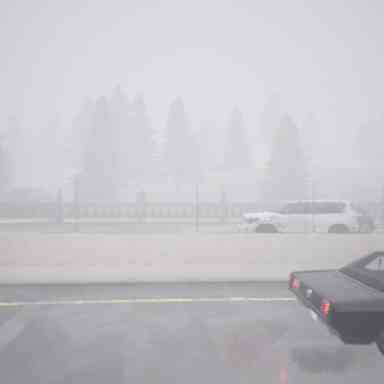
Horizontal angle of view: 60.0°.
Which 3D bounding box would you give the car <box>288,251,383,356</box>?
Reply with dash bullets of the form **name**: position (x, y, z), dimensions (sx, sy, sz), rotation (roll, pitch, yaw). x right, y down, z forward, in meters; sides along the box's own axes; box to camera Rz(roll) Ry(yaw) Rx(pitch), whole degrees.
- **car**: position (4.131, 1.660, 5.304), dimensions (4.718, 1.301, 1.895), rotation (0, 0, -2)
